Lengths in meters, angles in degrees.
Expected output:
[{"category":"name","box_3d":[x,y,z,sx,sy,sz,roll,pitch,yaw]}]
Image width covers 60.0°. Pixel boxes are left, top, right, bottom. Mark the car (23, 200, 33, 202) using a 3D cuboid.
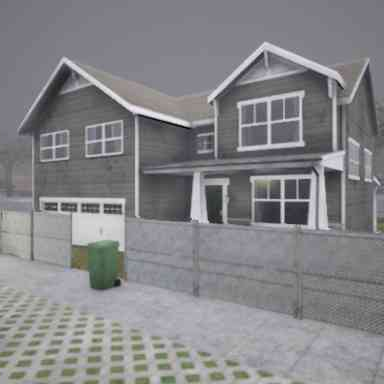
[{"category":"car","box_3d":[-20.704,1.763,42.728,1.837,1.490,4.892,0,0,20]}]
